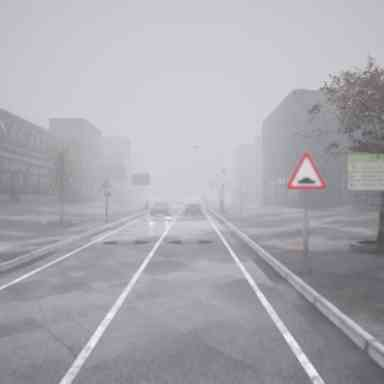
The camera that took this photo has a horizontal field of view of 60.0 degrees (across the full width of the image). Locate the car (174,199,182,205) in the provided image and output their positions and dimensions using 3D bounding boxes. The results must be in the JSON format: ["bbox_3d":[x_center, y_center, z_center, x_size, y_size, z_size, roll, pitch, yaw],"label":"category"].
[{"bbox_3d":[-2.974,2.149,75.067,1.895,1.301,4.718,0,0,0],"label":"car"}]

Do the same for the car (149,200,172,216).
[{"bbox_3d":[-3.081,1.614,33.208,1.837,1.490,4.892,0,-1,0],"label":"car"}]

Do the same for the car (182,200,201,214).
[{"bbox_3d":[0.114,1.694,37.800,1.812,1.442,4.674,0,-1,0],"label":"car"}]
